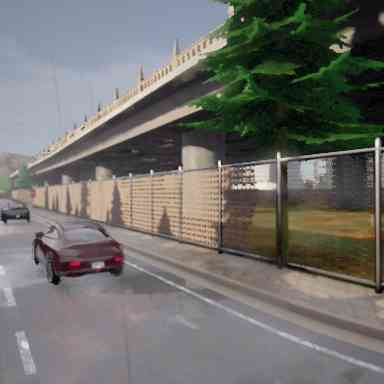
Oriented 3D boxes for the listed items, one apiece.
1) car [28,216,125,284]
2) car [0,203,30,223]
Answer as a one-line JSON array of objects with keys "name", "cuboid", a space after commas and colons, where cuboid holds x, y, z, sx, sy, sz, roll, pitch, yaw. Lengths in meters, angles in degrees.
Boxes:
[{"name": "car", "cuboid": [-3.472, 1.580, 9.838, 1.812, 1.442, 4.674, 0, 0, -32]}, {"name": "car", "cuboid": [-14.471, 1.655, 27.221, 2.128, 1.511, 4.902, 0, 0, -32]}]
